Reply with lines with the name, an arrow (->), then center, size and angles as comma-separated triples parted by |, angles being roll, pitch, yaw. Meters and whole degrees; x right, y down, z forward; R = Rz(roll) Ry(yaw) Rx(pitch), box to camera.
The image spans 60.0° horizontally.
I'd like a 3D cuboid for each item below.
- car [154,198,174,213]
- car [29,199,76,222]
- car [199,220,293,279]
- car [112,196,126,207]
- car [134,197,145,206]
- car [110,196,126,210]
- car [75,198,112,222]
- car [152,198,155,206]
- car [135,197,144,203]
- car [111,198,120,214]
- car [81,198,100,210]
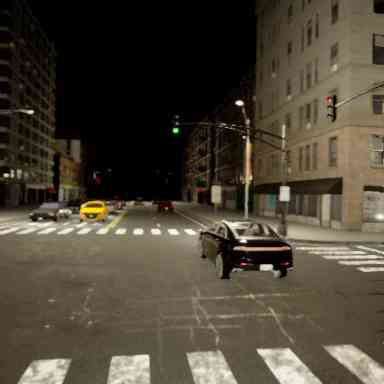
car -> -3.387, 1.791, 41.895 | 1.812, 1.442, 4.674 | 1, 0, -9
car -> -11.062, 1.530, 26.489 | 2.033, 1.411, 5.357 | 1, 0, -5
car -> 1.430, 1.607, 10.417 | 2.128, 1.511, 4.902 | 1, 0, -9
car -> -12.170, 1.539, 55.703 | 2.097, 1.767, 4.553 | 1, 0, -9
car -> -9.486, 1.875, 59.764 | 1.895, 1.301, 4.718 | 1, 0, -8
car -> -10.675, 1.495, 45.854 | 2.097, 1.767, 4.553 | 1, 0, -8
car -> -7.928, 1.533, 27.266 | 1.882, 1.535, 5.008 | 1, 0, -10
car -> -6.561, 1.903, 62.335 | 2.033, 1.411, 5.357 | 1, 0, -8
car -> -12.379, 1.909, 78.532 | 1.994, 1.385, 4.181 | 1, 0, -9
car -> -9.318, 1.700, 36.499 | 1.895, 1.301, 4.718 | 1, 0, -8
car -> -14.002, 1.601, 46.162 | 1.812, 1.442, 4.674 | 1, 0, -9
